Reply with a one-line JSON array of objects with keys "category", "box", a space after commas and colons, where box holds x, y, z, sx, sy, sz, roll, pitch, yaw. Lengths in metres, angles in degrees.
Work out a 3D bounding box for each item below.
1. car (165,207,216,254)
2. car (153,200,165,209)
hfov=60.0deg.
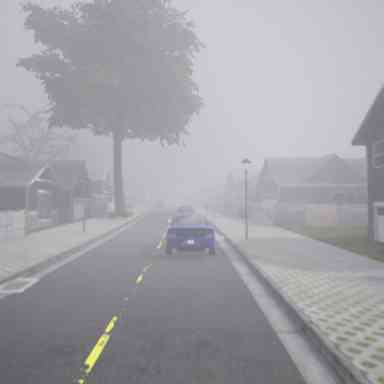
[{"category": "car", "box": [-0.072, 1.639, 14.266, 1.882, 1.535, 5.008, 0, 0, -1]}, {"category": "car", "box": [-6.364, 2.294, 64.356, 2.097, 1.767, 4.553, 0, -1, -6]}]
